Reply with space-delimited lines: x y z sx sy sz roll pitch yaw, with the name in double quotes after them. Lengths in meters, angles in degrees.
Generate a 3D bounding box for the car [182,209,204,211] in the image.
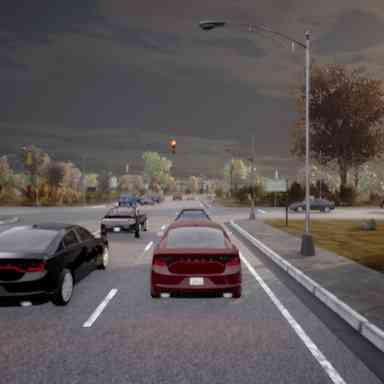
0.051 1.557 17.531 1.994 1.385 4.181 0 0 0 "car"

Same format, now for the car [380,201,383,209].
23.760 1.197 36.402 5.566 2.045 2.150 0 0 2 "car"

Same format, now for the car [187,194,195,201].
-0.252 1.316 85.735 2.097 1.767 4.553 0 0 0 "car"

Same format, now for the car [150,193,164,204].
-7.233 1.197 64.473 2.150 2.045 5.566 0 0 1 "car"

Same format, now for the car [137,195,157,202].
-7.252 1.544 54.201 1.994 1.385 4.181 0 0 -1 "car"

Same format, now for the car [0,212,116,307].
-3.421 1.475 8.065 1.882 1.535 5.008 0 0 0 "car"

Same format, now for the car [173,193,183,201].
-3.751 1.185 85.368 2.150 2.045 5.566 0 0 0 "car"

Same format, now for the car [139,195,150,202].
-10.727 1.471 75.824 1.837 1.490 4.892 0 0 0 "car"

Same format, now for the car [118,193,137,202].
-10.721 1.202 55.409 2.150 2.045 5.566 0 0 2 "car"

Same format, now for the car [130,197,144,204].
-10.723 1.576 65.426 1.895 1.301 4.718 0 0 0 "car"

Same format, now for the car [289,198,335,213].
13.272 1.491 36.935 4.892 1.490 1.837 0 0 3 "car"

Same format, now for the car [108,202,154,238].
-3.443 1.485 17.552 2.128 1.511 4.902 0 0 -1 "car"

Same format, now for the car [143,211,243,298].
0.077 1.474 8.542 1.882 1.535 5.008 0 0 0 "car"
